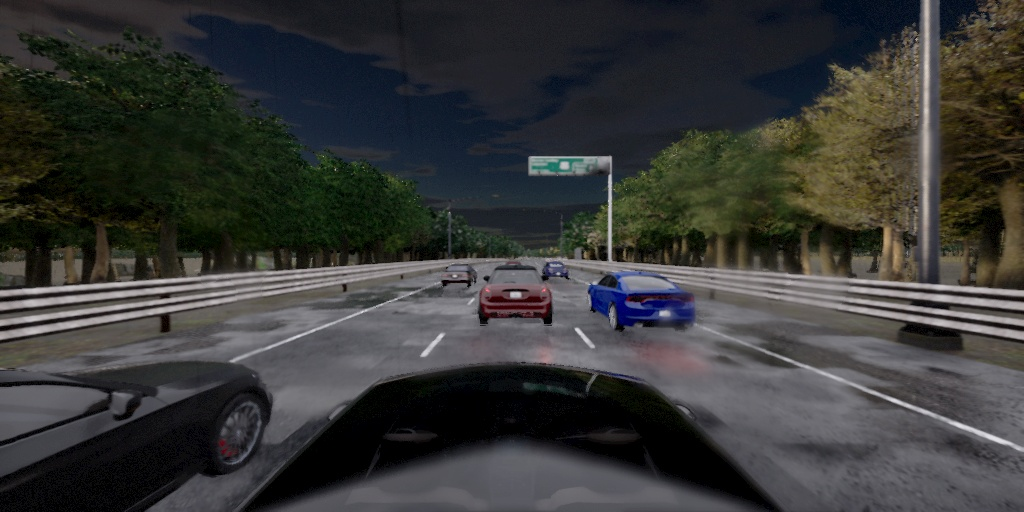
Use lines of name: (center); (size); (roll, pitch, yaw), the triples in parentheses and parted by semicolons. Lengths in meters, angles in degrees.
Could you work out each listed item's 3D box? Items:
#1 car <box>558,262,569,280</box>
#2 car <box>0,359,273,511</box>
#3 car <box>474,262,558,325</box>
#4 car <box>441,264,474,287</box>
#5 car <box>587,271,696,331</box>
car: (3.608, 1.197, 30.213); (1.812, 1.442, 4.674); (0, 0, 0)
car: (-3.410, 1.275, 1.788); (1.812, 1.442, 4.674); (0, 0, 0)
car: (0.103, 1.070, 11.849); (2.097, 1.767, 4.553); (0, 0, 0)
car: (-3.395, 1.232, 23.813); (2.033, 1.411, 5.357); (0, 0, 0)
car: (3.612, 1.199, 10.912); (1.882, 1.535, 5.008); (0, 0, 0)
